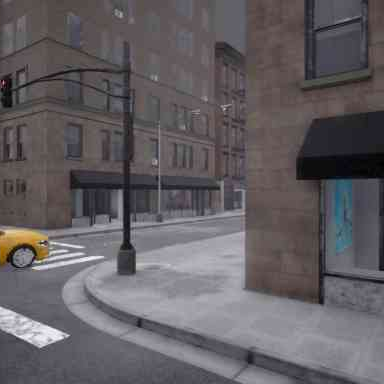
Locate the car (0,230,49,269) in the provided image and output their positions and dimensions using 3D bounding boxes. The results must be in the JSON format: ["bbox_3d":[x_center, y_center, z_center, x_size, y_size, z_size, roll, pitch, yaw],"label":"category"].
[{"bbox_3d":[-6.837,1.511,9.630,5.008,1.535,1.882,0,1,-36],"label":"car"}]
